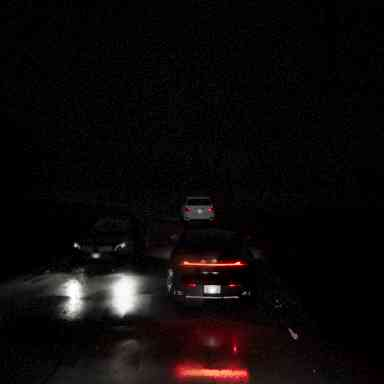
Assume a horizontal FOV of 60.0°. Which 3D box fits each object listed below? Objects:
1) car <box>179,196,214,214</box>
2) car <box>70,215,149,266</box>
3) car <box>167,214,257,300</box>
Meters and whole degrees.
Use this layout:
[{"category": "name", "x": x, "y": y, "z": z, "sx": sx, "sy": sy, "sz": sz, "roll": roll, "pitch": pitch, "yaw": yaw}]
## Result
[{"category": "car", "x": 0.309, "y": 1.336, "z": 24.479, "sx": 2.150, "sy": 2.045, "sz": 5.566, "roll": 0, "pitch": 0, "yaw": -4}, {"category": "car", "x": -2.699, "y": 1.570, "z": 11.893, "sx": 1.812, "sy": 1.442, "sz": 4.674, "roll": 0, "pitch": 0, "yaw": 2}, {"category": "car", "x": 0.470, "y": 1.531, "z": 8.466, "sx": 1.837, "sy": 1.490, "sz": 4.892, "roll": 0, "pitch": 0, "yaw": 2}]
